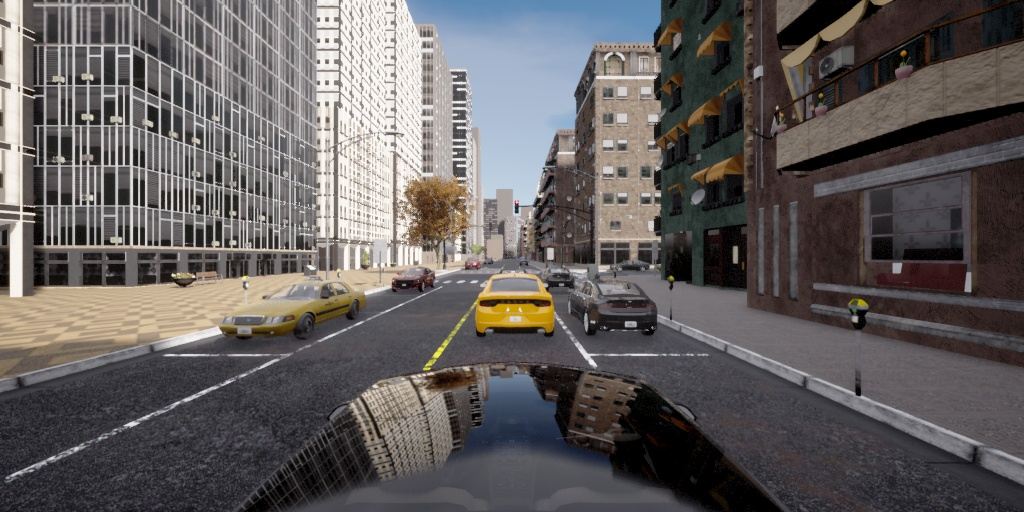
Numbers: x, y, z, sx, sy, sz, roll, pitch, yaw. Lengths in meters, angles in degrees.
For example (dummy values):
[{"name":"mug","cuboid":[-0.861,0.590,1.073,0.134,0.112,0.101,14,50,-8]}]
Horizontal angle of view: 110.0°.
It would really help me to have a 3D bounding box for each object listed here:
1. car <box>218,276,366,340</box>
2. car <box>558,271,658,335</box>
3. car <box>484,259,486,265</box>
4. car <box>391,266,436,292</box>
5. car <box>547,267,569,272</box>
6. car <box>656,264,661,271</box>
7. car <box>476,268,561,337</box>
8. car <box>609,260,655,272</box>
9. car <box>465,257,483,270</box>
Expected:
[{"name":"car","cuboid":[-5.712,1.276,10.057,1.751,1.417,4.829,0,0,0]},{"name":"car","cuboid":[2.668,1.301,10.246,2.007,1.370,4.403,0,0,0]},{"name":"car","cuboid":[-5.832,1.357,59.202,1.948,1.339,4.313,0,0,0]},{"name":"car","cuboid":[-5.739,1.300,21.292,1.888,1.381,4.507,0,0,0]},{"name":"car","cuboid":[2.641,1.305,21.312,2.007,1.370,4.403,0,0,0]},{"name":"car","cuboid":[18.736,1.006,40.823,4.829,1.417,1.751,0,0,-1]},{"name":"car","cuboid":[0.068,1.228,10.339,1.882,1.535,5.008,0,0,0]},{"name":"car","cuboid":[13.339,1.109,40.755,4.403,1.370,2.007,0,0,-1]},{"name":"car","cuboid":[-5.819,1.099,53.679,2.192,1.841,5.009,0,0,0]}]
